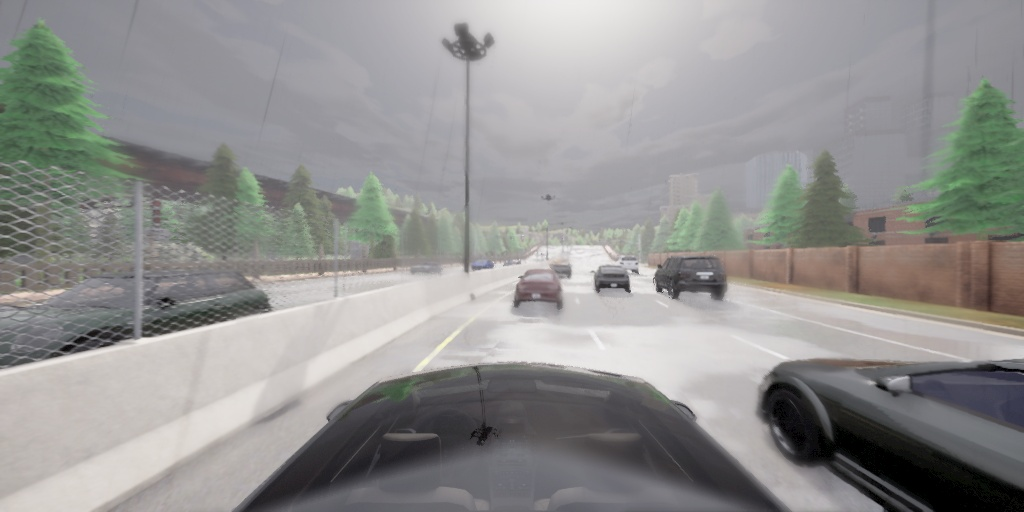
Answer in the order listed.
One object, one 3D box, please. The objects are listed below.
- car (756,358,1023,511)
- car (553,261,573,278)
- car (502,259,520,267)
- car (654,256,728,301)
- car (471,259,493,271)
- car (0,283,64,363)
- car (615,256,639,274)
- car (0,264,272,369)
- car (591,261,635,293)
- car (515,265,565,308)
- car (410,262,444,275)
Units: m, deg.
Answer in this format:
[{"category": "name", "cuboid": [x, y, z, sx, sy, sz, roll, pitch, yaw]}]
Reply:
[{"category": "car", "cuboid": [3.699, 1.335, 2.265, 1.994, 1.385, 4.181, 0, 0, 0]}, {"category": "car", "cuboid": [4.849, 1.236, 34.746, 2.128, 1.511, 4.902, 0, 0, 11]}, {"category": "car", "cuboid": [0.023, 1.195, 47.467, 2.128, 1.511, 4.902, 0, 0, 11]}, {"category": "car", "cuboid": [8.712, 1.004, 17.918, 2.150, 2.045, 5.566, 0, 0, 10]}, {"category": "car", "cuboid": [-3.778, 1.162, 46.282, 1.882, 1.535, 5.008, 0, 0, 11]}, {"category": "car", "cuboid": [-10.380, 1.251, 5.379, 1.994, 1.385, 4.181, 0, 0, 3]}, {"category": "car", "cuboid": [13.416, 1.006, 42.059, 2.150, 2.045, 5.566, 0, 0, 11]}, {"category": "car", "cuboid": [-6.810, 1.059, 6.557, 2.097, 1.767, 4.553, 0, 0, 4]}, {"category": "car", "cuboid": [5.818, 1.270, 21.261, 1.837, 1.490, 4.892, 0, 0, 10]}, {"category": "car", "cuboid": [1.219, 1.269, 15.103, 1.812, 1.442, 4.674, 0, 0, 8]}, {"category": "car", "cuboid": [-8.980, 1.264, 37.969, 1.895, 1.301, 4.718, 0, 0, 11]}]
